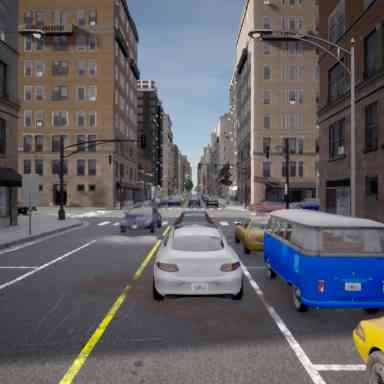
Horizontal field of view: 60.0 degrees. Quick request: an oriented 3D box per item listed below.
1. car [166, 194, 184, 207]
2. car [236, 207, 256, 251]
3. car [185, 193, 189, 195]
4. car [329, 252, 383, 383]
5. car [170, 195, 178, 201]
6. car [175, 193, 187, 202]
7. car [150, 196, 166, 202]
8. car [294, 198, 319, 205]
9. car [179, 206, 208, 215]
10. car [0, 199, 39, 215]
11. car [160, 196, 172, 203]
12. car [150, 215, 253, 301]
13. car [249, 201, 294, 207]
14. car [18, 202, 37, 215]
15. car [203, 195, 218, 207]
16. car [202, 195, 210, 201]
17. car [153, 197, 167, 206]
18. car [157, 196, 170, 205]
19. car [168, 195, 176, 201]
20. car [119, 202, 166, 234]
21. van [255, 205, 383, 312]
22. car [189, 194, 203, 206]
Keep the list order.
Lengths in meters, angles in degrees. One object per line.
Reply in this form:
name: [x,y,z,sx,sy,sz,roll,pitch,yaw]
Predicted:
car: [-2.674,1.483,52.175,1.882,1.535,5.008,0,0,1]
car: [2.697,1.528,13.238,1.752,1.417,4.829,1,0,0]
car: [-2.300,1.359,71.963,2.097,1.767,4.553,0,0,1]
car: [2.679,1.526,1.891,1.752,1.417,4.829,1,0,0]
car: [-4.898,1.565,89.551,1.947,1.339,4.313,1,0,1]
car: [-2.511,1.482,61.835,1.882,1.535,5.008,0,0,1]
car: [-5.454,1.588,50.850,1.802,1.307,4.206,1,0,1]
car: [13.618,1.506,38.750,4.553,1.767,2.097,0,-1,1]
car: [0.116,1.566,15.580,1.994,1.385,4.181,0,0,0]
car: [-18.043,1.411,32.311,5.357,1.411,2.033,0,-1,0]
car: [-5.215,1.549,67.436,1.887,1.381,4.507,1,0,1]
car: [0.089,1.527,8.244,1.812,1.442,4.674,0,0,-1]
car: [8.101,1.629,35.201,4.181,1.385,1.994,1,0,-6]
car: [-16.503,1.443,29.043,4.718,1.301,1.895,0,-1,1]
car: [3.071,1.570,50.731,1.947,1.339,4.313,1,0,1]
car: [3.627,1.549,89.442,2.008,1.369,4.403,1,0,1]
car: [-5.375,1.571,56.378,1.947,1.339,4.313,1,0,1]
car: [-5.295,1.555,61.907,2.008,1.369,4.403,1,0,1]
car: [-4.979,1.526,83.852,1.752,1.417,4.829,1,0,1]
car: [-2.862,1.529,19.444,1.812,1.442,4.674,0,0,2]
van: [2.689,1.342,7.395,1.690,1.788,3.998,1,0,0]
car: [0.452,1.530,54.125,1.812,1.442,4.674,0,0,2]
